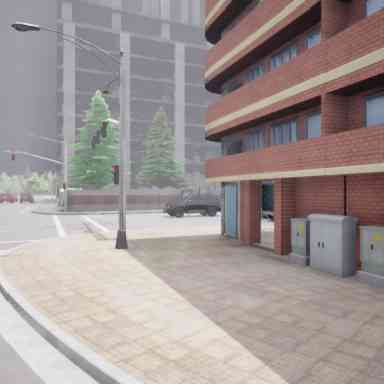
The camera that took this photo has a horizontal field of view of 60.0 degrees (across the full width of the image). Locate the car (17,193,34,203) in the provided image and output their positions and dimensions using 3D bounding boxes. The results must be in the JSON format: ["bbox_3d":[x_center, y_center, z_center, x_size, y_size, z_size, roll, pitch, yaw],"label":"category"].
[{"bbox_3d":[-34.618,1.248,69.488,2.150,2.045,5.566,0,0,-23],"label":"car"}]

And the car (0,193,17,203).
[{"bbox_3d":[-37.985,1.248,68.464,2.150,2.045,5.566,0,0,-23],"label":"car"}]

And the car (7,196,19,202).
[{"bbox_3d":[-42.129,1.566,78.257,2.033,1.411,5.357,0,0,-23],"label":"car"}]

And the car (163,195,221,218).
[{"bbox_3d":[0.118,1.284,31.326,5.566,2.045,2.150,0,0,-23],"label":"car"}]

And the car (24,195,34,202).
[{"bbox_3d":[-38.743,1.550,79.237,1.812,1.442,4.674,0,0,-23],"label":"car"}]
